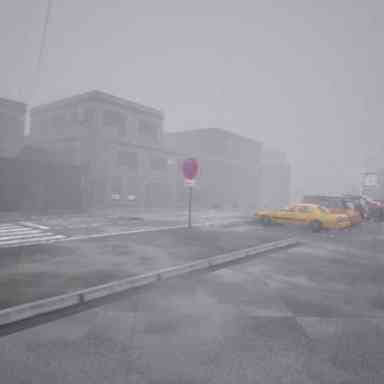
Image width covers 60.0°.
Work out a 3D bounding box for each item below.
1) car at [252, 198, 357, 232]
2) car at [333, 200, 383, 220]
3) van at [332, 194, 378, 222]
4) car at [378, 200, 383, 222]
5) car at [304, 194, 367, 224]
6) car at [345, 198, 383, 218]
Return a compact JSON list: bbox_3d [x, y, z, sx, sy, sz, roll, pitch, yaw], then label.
[{"bbox_3d":[6.041,1.308,18.932,5.366,1.575,1.946,3,1,40],"label":"car"},{"bbox_3d":[15.854,1.627,30.356,5.008,1.535,2.097,3,0,40],"label":"car"},{"bbox_3d":[10.109,1.193,23.296,4.442,1.987,1.878,3,1,40],"label":"van"},{"bbox_3d":[14.018,1.298,28.098,5.566,2.045,2.435,3,0,40],"label":"car"},{"bbox_3d":[8.087,1.235,21.026,4.553,1.767,2.185,3,1,40],"label":"car"},{"bbox_3d":[17.820,1.585,32.672,4.553,1.767,2.185,3,0,40],"label":"car"}]
